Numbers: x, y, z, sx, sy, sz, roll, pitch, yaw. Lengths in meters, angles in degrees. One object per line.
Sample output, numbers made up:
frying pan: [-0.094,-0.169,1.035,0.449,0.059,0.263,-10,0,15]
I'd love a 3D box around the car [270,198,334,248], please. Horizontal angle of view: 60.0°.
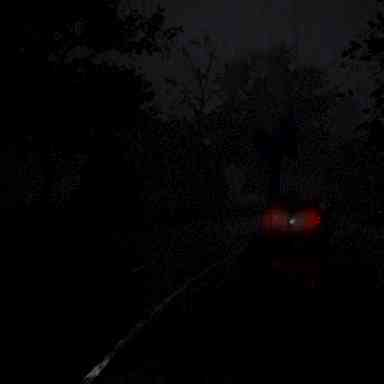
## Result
car: [5.276,1.289,15.579,2.150,2.045,5.566,0,0,28]

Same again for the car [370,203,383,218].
car: [18.515,1.732,31.129,4.181,1.385,1.994,0,0,-35]
